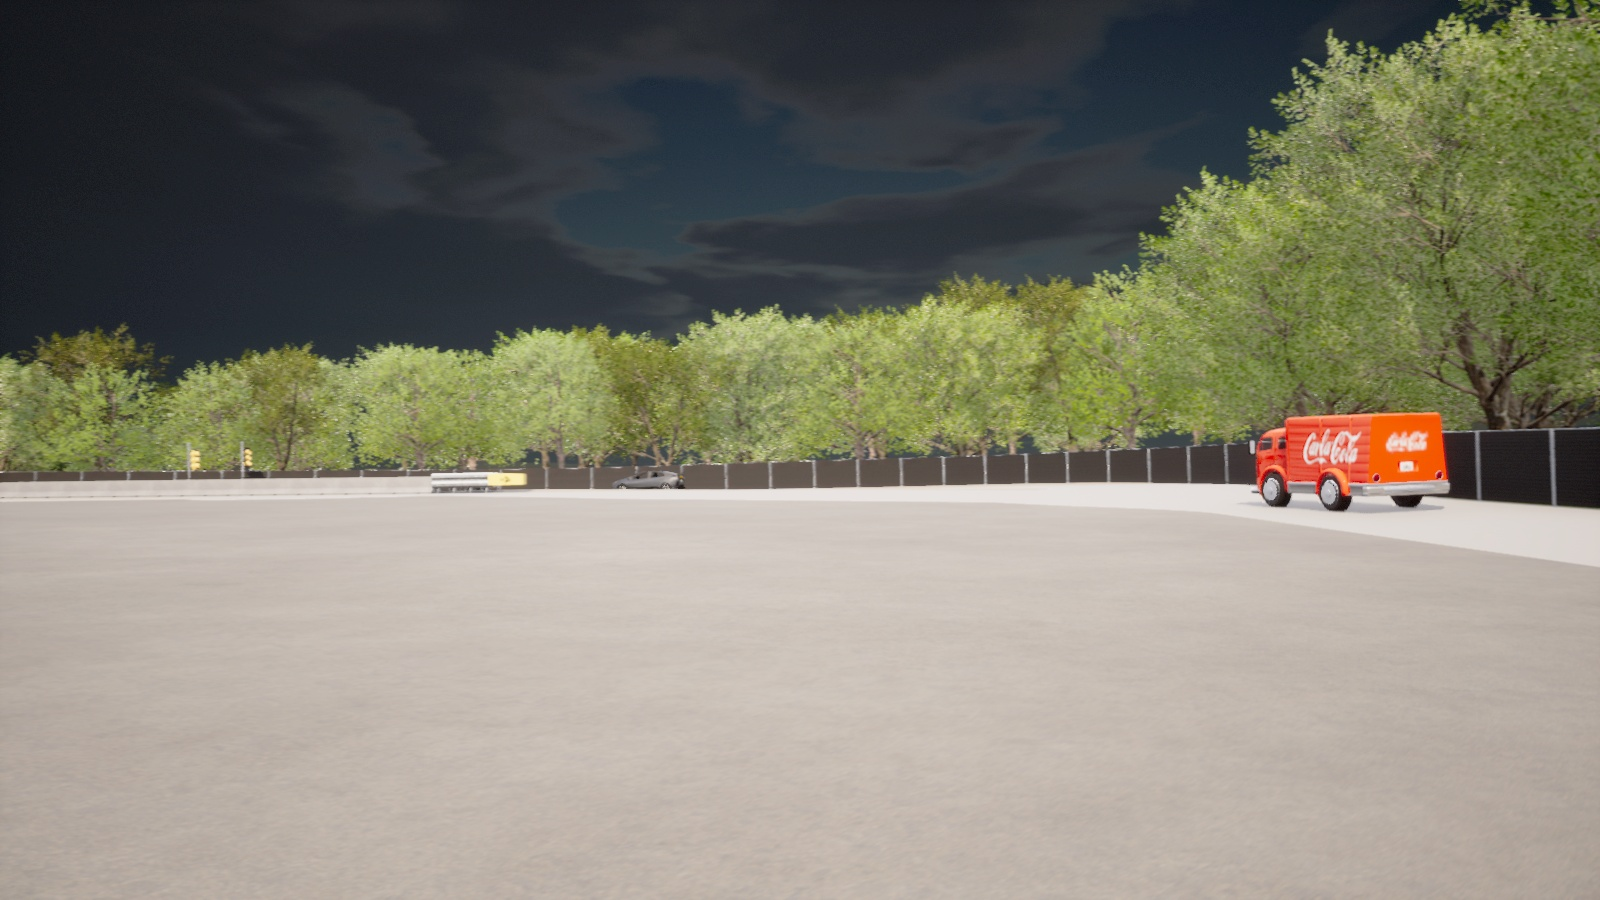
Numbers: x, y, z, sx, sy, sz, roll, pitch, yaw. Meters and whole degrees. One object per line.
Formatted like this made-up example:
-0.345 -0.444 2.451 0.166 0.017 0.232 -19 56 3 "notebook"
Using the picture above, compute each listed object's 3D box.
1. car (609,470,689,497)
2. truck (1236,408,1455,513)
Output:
-9.397 2.083 78.258 4.514 1.525 2.007 -2 -1 12 "car"
14.333 0.260 33.422 2.627 2.467 5.204 -2 0 -14 "truck"
